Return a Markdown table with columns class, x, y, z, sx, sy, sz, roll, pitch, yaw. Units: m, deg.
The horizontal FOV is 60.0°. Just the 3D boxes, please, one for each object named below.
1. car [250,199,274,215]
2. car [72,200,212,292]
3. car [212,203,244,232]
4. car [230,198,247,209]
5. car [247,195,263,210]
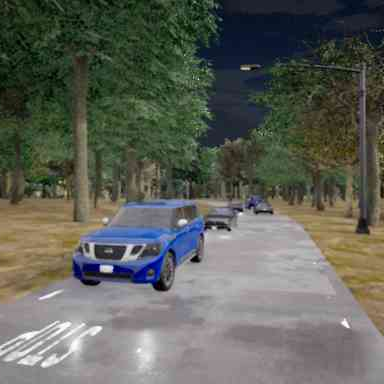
| class | x | y | z | sx | sy | sz | roll | pitch | yaw |
| --- | --- | --- | --- | --- | --- | --- | --- | --- | --- |
| car | 8.018 | 1.802 | 37.563 | 1.994 | 1.385 | 4.181 | 0 | 0 | 7 |
| car | -1.114 | 1.287 | 9.679 | 2.150 | 2.045 | 5.566 | 0 | 0 | 14 |
| car | 1.947 | 1.700 | 21.755 | 2.033 | 1.411 | 5.357 | 0 | 0 | 14 |
| car | 5.478 | 1.787 | 42.026 | 2.033 | 1.411 | 5.357 | 0 | 0 | 5 |
| car | 8.868 | 1.475 | 47.539 | 2.150 | 2.045 | 5.566 | 0 | 0 | 2 |
